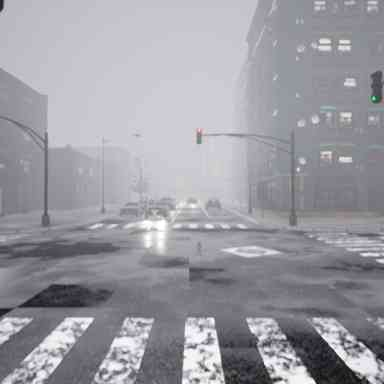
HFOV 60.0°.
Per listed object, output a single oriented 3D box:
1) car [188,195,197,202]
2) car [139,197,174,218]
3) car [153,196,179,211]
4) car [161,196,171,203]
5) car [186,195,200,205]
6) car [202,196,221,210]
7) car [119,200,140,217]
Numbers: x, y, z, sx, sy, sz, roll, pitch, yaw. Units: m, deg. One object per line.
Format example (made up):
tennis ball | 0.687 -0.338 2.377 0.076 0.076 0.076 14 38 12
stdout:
car | 0.036 1.366 69.967 1.812 1.442 4.674 0 0 0
car | -3.082 1.495 30.021 2.128 1.511 4.902 0 0 0
car | -3.074 1.357 40.189 2.097 1.767 4.553 0 0 0
car | -5.640 1.591 71.676 1.802 1.307 4.206 1 0 0
car | 0.031 1.485 59.541 1.882 1.535 5.008 0 0 0
car | 2.728 1.445 43.299 1.967 1.590 4.097 1 0 0
car | -5.737 1.548 31.874 1.887 1.381 4.507 1 0 0
